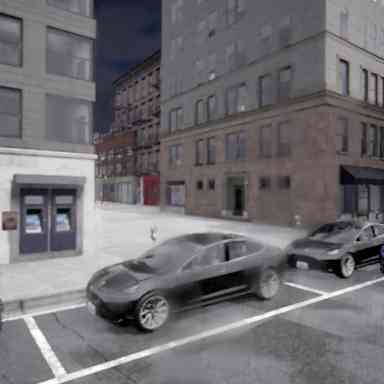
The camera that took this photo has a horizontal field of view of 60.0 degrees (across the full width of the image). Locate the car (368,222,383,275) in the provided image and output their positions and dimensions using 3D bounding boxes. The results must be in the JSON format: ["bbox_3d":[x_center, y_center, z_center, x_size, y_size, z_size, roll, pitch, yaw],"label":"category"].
[{"bbox_3d":[6.975,1.226,8.353,5.566,2.045,2.150,0,0,-35],"label":"car"}]

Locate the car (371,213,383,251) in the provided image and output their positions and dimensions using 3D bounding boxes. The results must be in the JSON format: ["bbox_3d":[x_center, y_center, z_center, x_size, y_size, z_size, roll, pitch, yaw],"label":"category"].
[{"bbox_3d":[9.335,1.550,13.415,4.507,1.381,1.887,0,1,-35],"label":"car"}]

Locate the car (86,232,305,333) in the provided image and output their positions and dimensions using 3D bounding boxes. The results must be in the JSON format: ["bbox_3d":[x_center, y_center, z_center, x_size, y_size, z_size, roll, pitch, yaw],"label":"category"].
[{"bbox_3d":[0.098,1.567,6.827,4.313,1.339,1.947,0,1,-35],"label":"car"}]

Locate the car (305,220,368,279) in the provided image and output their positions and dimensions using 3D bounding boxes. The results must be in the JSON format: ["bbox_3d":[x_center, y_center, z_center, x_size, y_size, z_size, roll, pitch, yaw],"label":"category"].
[{"bbox_3d":[4.717,1.569,10.121,4.313,1.339,1.947,0,1,-35],"label":"car"}]

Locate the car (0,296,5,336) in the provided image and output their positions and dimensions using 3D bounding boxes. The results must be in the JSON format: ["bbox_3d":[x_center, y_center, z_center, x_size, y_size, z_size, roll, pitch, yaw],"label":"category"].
[{"bbox_3d":[-4.521,1.549,3.532,4.403,1.369,2.008,0,1,-35],"label":"car"}]
